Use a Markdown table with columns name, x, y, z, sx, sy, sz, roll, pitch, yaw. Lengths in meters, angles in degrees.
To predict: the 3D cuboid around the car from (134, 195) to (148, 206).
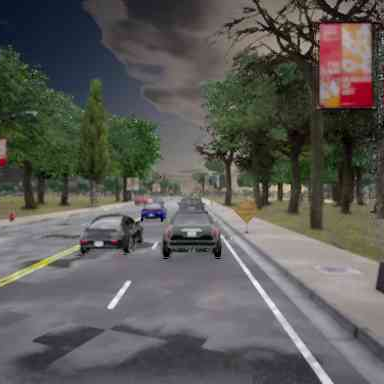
| name | x | y | z | sx | sy | sz | roll | pitch | yaw |
| --- | --- | --- | --- | --- | --- | --- | --- | --- | --- |
| car | -9.989 | 1.609 | 65.628 | 2.150 | 2.045 | 5.566 | 0 | 0 | 0 |

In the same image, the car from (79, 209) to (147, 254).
| name | x | y | z | sx | sy | sz | roll | pitch | yaw |
| --- | --- | --- | --- | --- | --- | --- | --- | --- | --- |
| car | -3.235 | 1.645 | 13.911 | 1.812 | 1.442 | 4.674 | 0 | 0 | 0 |

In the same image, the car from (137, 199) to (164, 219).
| name | x | y | z | sx | sy | sz | roll | pitch | yaw |
| --- | --- | --- | --- | --- | --- | --- | --- | --- | --- |
| car | -3.271 | 1.710 | 29.269 | 1.882 | 1.535 | 5.008 | 0 | 0 | 0 |

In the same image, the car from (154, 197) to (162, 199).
| name | x | y | z | sx | sy | sz | roll | pitch | yaw |
| --- | --- | --- | --- | --- | --- | --- | --- | --- | --- |
| car | -6.743 | 1.744 | 65.749 | 2.097 | 1.767 | 4.553 | 0 | 0 | 0 |

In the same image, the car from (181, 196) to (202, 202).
| name | x | y | z | sx | sy | sz | roll | pitch | yaw |
| --- | --- | --- | --- | --- | --- | --- | --- | --- | --- |
| car | -0.034 | 1.447 | 27.610 | 2.150 | 2.045 | 5.566 | 0 | 0 | 0 |

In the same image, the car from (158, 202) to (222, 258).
| name | x | y | z | sx | sy | sz | roll | pitch | yaw |
| --- | --- | --- | --- | --- | --- | --- | --- | --- | --- |
| car | 0.012 | 1.467 | 13.453 | 2.097 | 1.767 | 4.553 | 0 | -1 | 0 |

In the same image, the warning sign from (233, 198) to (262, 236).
| name | x | y | z | sx | sy | sz | roll | pitch | yaw |
| --- | --- | --- | --- | --- | --- | --- | --- | --- | --- |
| warning sign | 2.827 | 1.262 | 17.183 | 1.300 | 1.860 | 1.060 | 0 | -1 | 0 |
